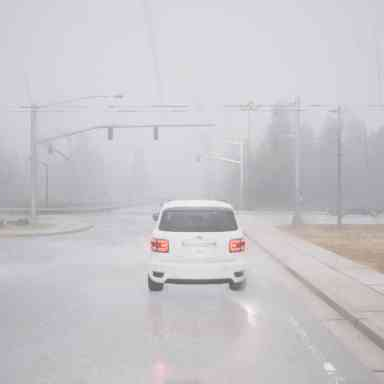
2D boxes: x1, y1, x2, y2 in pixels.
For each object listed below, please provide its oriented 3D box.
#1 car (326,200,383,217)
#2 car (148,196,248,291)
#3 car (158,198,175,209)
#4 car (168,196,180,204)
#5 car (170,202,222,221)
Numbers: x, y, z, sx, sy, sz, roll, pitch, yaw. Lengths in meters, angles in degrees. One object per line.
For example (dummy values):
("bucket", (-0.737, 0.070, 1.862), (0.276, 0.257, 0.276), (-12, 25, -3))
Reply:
("car", (14.898, 1.518, 30.544), (4.902, 1.511, 2.128), (0, 0, 1))
("car", (0.067, 1.218, 9.137), (2.150, 2.045, 5.566), (0, 0, -2))
("car", (-3.590, 1.548, 48.048), (2.033, 1.411, 5.357), (0, 0, 0))
("car", (-3.468, 1.507, 64.293), (1.837, 1.490, 4.892), (0, -1, 1))
("car", (0.285, 1.577, 28.586), (4.181, 1.385, 1.994), (0, 0, 39))
